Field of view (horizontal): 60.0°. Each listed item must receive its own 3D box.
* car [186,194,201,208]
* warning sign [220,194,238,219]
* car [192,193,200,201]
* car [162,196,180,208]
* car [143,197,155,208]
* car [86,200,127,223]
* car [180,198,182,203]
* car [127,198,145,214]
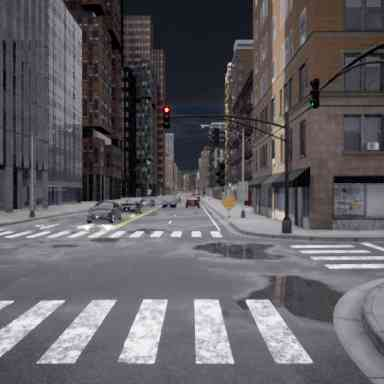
[{"bbox_3d":[0.109,1.486,49.518,1.882,1.535,5.008,0,0,0],"label":"car"},{"bbox_3d":[2.858,1.116,25.685,1.300,1.860,1.060,0,0,0],"label":"warning sign"},{"bbox_3d":[0.990,1.261,85.720,2.150,2.045,5.566,0,0,0],"label":"car"},{"bbox_3d":[-3.141,1.608,47.960,1.895,1.301,4.718,0,0,0],"label":"car"},{"bbox_3d":[-6.568,1.495,48.696,2.128,1.511,4.902,0,0,1],"label":"car"},{"bbox_3d":[-6.595,1.505,25.490,1.837,1.490,4.892,0,0,0],"label":"car"},{"bbox_3d":[-3.143,1.567,68.610,2.033,1.411,5.357,0,0,0],"label":"car"},{"bbox_3d":[-6.596,1.567,35.413,1.994,1.385,4.181,0,0,0],"label":"car"}]
